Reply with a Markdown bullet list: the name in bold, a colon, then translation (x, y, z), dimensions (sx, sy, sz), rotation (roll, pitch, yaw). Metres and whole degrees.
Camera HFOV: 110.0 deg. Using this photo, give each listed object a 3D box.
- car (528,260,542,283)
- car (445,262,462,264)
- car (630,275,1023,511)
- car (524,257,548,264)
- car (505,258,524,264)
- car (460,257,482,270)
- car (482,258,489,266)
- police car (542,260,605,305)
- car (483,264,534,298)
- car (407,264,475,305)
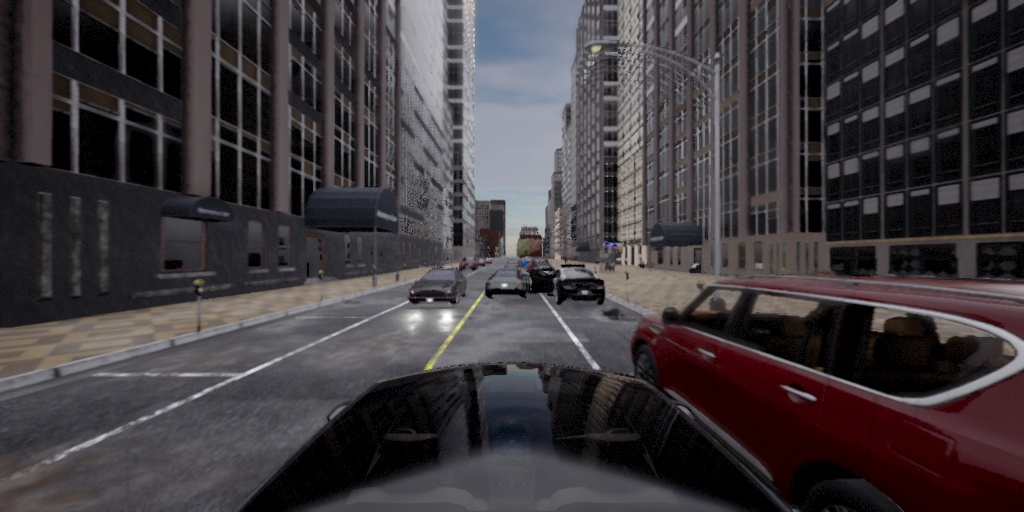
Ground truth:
- **car**: translation (2.693, 1.281, 30.830), dimensions (1.948, 1.339, 4.313), rotation (0, 0, 0)
- **car**: translation (-5.687, 1.297, 30.830), dimensions (1.802, 1.307, 4.207), rotation (0, 0, 0)
- **car**: translation (2.692, 1.063, 3.134), dimensions (2.192, 1.841, 5.009), rotation (0, 0, 0)
- **car**: translation (2.694, 1.023, 36.369), dimensions (2.192, 1.841, 5.009), rotation (0, 0, 0)
- **car**: translation (0.103, 1.191, 43.957), dimensions (2.128, 1.511, 4.902), rotation (0, 0, 0)
- **car**: translation (-5.686, 1.009, 47.448), dimensions (2.192, 1.841, 5.009), rotation (0, 0, 0)
- **car**: translation (-5.686, 1.218, 64.066), dimensions (1.888, 1.381, 4.507), rotation (0, 0, 0)
- **police car**: translation (2.705, 1.160, 16.165), dimensions (1.930, 1.638, 5.238), rotation (0, 0, -1)
- **car**: translation (-0.105, 1.296, 18.358), dimensions (1.994, 1.385, 4.181), rotation (0, 0, 7)
- **car**: translation (-3.098, 1.280, 16.172), dimensions (2.033, 1.411, 5.357), rotation (0, 0, 0)
